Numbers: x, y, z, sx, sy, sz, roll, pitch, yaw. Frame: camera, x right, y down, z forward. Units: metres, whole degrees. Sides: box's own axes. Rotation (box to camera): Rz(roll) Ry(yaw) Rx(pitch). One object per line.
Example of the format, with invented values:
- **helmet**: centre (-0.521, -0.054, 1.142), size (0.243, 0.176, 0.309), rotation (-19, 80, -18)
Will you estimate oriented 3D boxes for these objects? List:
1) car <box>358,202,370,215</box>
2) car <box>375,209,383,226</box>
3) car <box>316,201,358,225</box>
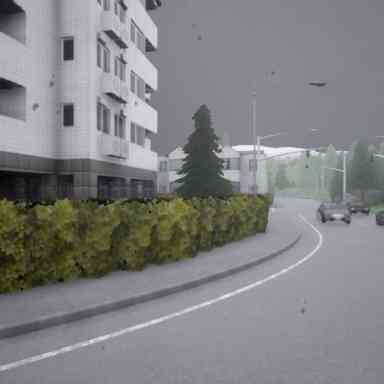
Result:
- **car**: centre (16.143, 1.598, 33.179), size (1.895, 1.301, 4.718), rotation (0, 0, 14)
- **car**: centre (12.913, 1.562, 20.761), size (1.994, 1.385, 4.181), rotation (0, 0, 16)
- **car**: centre (10.237, 1.490, 24.309), size (2.128, 1.511, 4.902), rotation (0, 0, 14)
